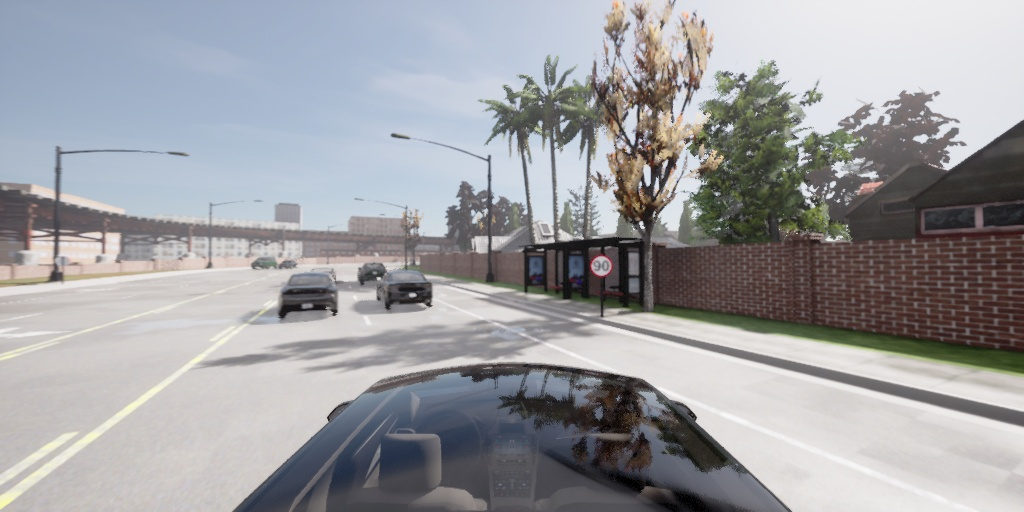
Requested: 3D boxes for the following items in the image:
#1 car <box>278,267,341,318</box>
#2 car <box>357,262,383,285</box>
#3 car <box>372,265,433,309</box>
[{"bbox_3d":[-7.731,1.378,13.884,1.837,1.490,4.892,0,0,-26],"label":"car"},{"bbox_3d":[-11.204,1.281,28.821,2.097,1.767,4.553,0,0,-26],"label":"car"},{"bbox_3d":[-4.920,1.367,16.112,1.882,1.535,5.008,0,0,-26],"label":"car"}]
